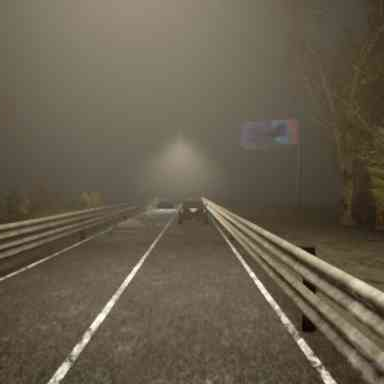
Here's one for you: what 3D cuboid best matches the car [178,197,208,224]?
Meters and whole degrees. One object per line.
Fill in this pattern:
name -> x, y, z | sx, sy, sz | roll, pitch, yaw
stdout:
car -> 0.093, 1.315, 24.857 | 2.097, 1.767, 4.553 | 0, 0, 0

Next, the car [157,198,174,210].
car -> -3.326, 1.501, 42.689 | 1.994, 1.385, 4.181 | 0, 0, 0

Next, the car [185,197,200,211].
car -> 0.082, 1.443, 41.775 | 1.837, 1.490, 4.892 | 0, 0, 0
